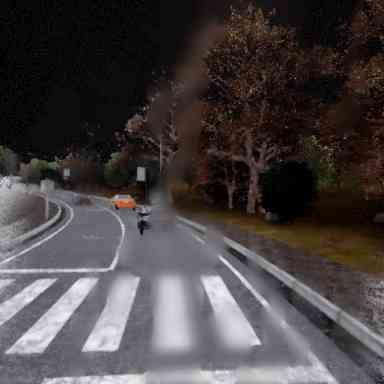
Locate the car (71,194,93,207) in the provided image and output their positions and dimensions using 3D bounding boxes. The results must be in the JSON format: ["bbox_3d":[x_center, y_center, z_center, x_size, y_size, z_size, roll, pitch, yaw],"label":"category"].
[{"bbox_3d":[-12.967,0.970,39.134,1.895,1.301,4.718,1,2,-26],"label":"car"}]

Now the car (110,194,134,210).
[{"bbox_3d":[-7.594,0.945,36.096,2.097,1.767,4.553,1,1,-22],"label":"car"}]

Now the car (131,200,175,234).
[{"bbox_3d":[-2.140,1.432,18.777,2.128,1.511,4.902,0,0,-12],"label":"car"}]
